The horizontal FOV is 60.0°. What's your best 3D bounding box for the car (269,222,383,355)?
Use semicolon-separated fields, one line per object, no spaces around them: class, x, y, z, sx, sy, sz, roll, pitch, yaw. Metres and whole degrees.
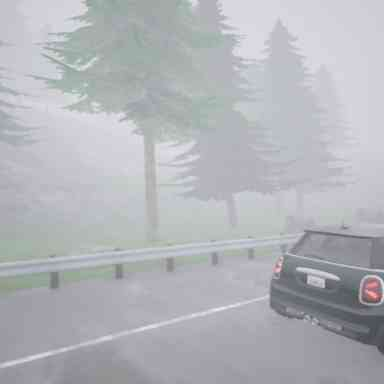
car;3.596;1.348;6.127;4.553;1.767;2.097;0;0;-34
